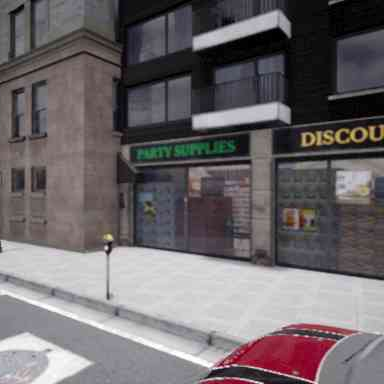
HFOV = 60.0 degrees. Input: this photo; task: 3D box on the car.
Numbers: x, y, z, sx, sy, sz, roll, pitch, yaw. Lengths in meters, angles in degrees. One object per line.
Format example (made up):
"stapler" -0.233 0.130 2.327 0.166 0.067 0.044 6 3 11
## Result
"car" 1.783 1.440 1.805 4.097 1.590 1.967 0 0 35
